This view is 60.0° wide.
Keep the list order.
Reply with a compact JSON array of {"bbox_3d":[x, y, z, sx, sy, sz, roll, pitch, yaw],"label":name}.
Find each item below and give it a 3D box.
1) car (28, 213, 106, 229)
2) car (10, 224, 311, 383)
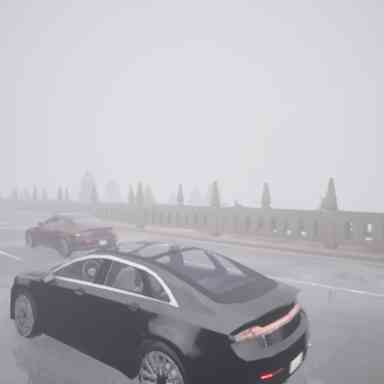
[{"bbox_3d":[-4.706,1.529,12.810,4.674,1.442,1.812,0,0,43],"label":"car"},{"bbox_3d":[-0.846,1.498,4.864,4.902,1.511,2.128,0,0,38],"label":"car"}]
